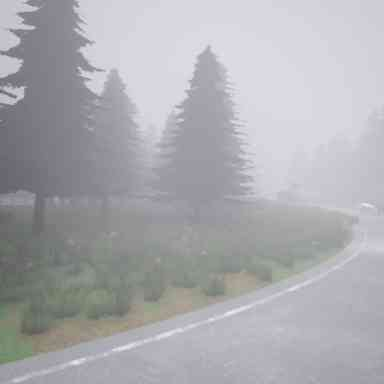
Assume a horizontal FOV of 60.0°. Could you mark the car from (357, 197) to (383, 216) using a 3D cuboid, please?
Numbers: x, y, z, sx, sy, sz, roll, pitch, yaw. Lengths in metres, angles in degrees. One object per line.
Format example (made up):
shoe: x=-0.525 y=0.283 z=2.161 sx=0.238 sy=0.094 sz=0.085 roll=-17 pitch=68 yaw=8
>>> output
car: x=15.903 y=1.181 z=28.419 sx=2.128 sy=1.511 sz=4.902 roll=4 pitch=2 yaw=2

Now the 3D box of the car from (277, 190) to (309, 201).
car: x=11.406 y=0.524 z=37.744 sx=2.128 sy=1.511 sz=4.902 roll=4 pitch=2 yaw=-14
